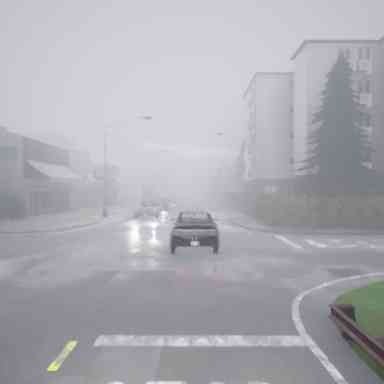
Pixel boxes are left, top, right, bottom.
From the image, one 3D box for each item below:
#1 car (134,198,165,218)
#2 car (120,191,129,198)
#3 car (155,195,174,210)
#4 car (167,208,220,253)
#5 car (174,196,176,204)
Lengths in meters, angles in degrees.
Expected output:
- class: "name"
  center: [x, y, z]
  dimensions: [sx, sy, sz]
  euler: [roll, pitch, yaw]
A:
- class: "car"
  center: [-3.608, 1.436, 27.795]
  dimensions: [1.895, 1.301, 4.718]
  euler: [0, 0, 0]
- class: "car"
  center: [-18.960, 0.941, 93.103]
  dimensions: [2.007, 1.523, 4.514]
  euler: [0, 0, 0]
- class: "car"
  center: [-3.609, 1.266, 38.151]
  dimensions: [2.128, 1.511, 4.902]
  euler: [0, 0, 0]
- class: "car"
  center: [0.099, 1.557, 14.008]
  dimensions: [2.128, 1.511, 4.902]
  euler: [0, 0, 0]
- class: "car"
  center: [-3.557, 1.223, 55.114]
  dimensions: [2.033, 1.411, 5.357]
  euler: [0, 0, 0]
